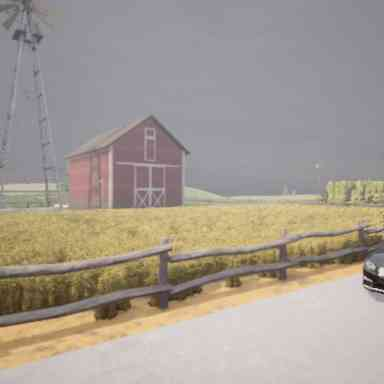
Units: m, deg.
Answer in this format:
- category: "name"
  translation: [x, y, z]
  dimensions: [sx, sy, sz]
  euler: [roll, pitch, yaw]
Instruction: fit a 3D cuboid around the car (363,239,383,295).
- category: "car"
  translation: [5.846, 1.502, 7.662]
  dimensions: [4.902, 1.511, 2.128]
  euler: [0, 0, -35]
